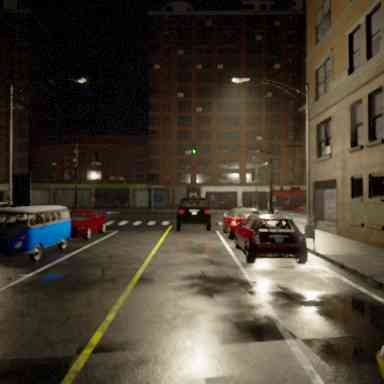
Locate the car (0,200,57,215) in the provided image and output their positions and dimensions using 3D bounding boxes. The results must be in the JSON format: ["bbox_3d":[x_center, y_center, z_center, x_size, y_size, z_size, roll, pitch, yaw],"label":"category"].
[{"bbox_3d":[-16.670,1.557,33.817,4.902,1.511,2.128,0,-1,0],"label":"car"}]

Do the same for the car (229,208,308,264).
[{"bbox_3d":[2.689,1.512,12.163,1.967,1.590,4.097,1,0,0],"label":"car"}]

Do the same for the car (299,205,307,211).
[{"bbox_3d":[15.227,1.910,37.022,5.357,1.411,2.033,0,-1,1],"label":"car"}]

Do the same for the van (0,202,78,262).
[{"bbox_3d":[-5.836,1.413,12.174,1.690,1.788,3.998,1,0,0],"label":"van"}]

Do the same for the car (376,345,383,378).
[{"bbox_3d":[2.677,1.534,1.368,1.752,1.417,4.829,1,0,0],"label":"car"}]

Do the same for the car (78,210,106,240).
[{"bbox_3d":[-5.832,1.650,17.655,1.887,1.381,4.507,1,0,0],"label":"car"}]

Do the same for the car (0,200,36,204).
[{"bbox_3d":[-16.477,1.616,30.554,4.718,1.301,1.895,0,-1,1],"label":"car"}]

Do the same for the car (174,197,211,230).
[{"bbox_3d":[0.013,1.351,22.281,2.150,2.045,5.566,0,0,-3],"label":"car"}]

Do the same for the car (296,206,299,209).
[{"bbox_3d":[14.704,1.974,40.287,4.181,1.385,1.994,0,-1,0],"label":"car"}]

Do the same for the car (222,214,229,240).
[{"bbox_3d":[2.694,1.544,17.646,1.967,1.590,4.097,1,0,0],"label":"car"}]

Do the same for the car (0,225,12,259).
[{"bbox_3d":[-5.843,1.606,6.690,1.947,1.339,4.313,1,0,0],"label":"car"}]
